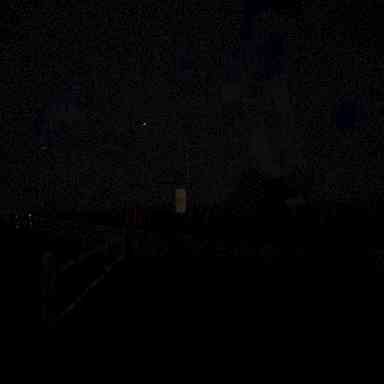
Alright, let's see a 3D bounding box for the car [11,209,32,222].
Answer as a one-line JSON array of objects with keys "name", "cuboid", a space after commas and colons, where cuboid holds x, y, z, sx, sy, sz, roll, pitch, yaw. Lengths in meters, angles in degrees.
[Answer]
[{"name": "car", "cuboid": [-23.813, 3.229, 46.322, 2.097, 1.767, 4.553, -2, -1, -36]}]
